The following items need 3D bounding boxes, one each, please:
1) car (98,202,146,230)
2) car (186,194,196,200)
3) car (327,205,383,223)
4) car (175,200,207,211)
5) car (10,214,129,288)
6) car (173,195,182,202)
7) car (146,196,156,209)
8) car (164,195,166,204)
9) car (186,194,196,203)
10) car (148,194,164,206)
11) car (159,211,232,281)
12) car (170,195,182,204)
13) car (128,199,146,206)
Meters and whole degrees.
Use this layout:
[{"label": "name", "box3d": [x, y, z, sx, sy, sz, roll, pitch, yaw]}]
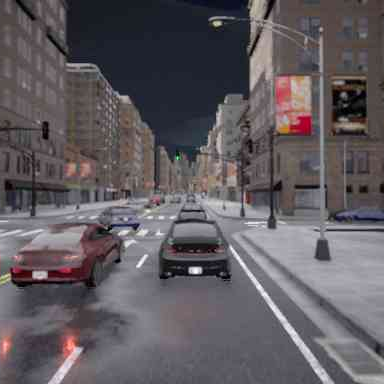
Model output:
[{"label": "car", "box3d": [-4.792, 1.616, 21.267, 2.033, 1.411, 5.357, 0, 0, -24]}, {"label": "car", "box3d": [-0.171, 1.723, 68.706, 1.812, 1.442, 4.674, 0, 0, 0]}, {"label": "car", "box3d": [13.756, 1.728, 26.584, 5.357, 1.411, 2.033, 0, -1, -4]}, {"label": "car", "box3d": [0.033, 1.569, 23.202, 2.128, 1.511, 4.902, 0, -1, 0]}, {"label": "car", "box3d": [-3.164, 1.559, 9.207, 1.812, 1.442, 4.674, 0, 0, 0]}, {"label": "car", "box3d": [-3.460, 1.533, 78.939, 1.882, 1.535, 5.008, 0, 0, 0]}, {"label": "car", "box3d": [-6.711, 1.671, 47.349, 1.812, 1.442, 4.674, 0, 0, 0]}, {"label": "car", "box3d": [-6.682, 1.421, 68.705, 2.150, 2.045, 5.566, 0, 0, 0]}, {"label": "car", "box3d": [-0.210, 1.447, 78.976, 2.150, 2.045, 5.566, 0, 0, 0]}, {"label": "car", "box3d": [-6.695, 1.394, 58.012, 2.150, 2.045, 5.566, 0, 0, 1]}, {"label": "car", "box3d": [0.075, 1.540, 9.990, 1.837, 1.490, 4.892, 0, 0, 0]}, {"label": "car", "box3d": [-3.433, 1.749, 68.936, 1.994, 1.385, 4.181, 0, 0, 0]}, {"label": "car", "box3d": [-6.693, 1.718, 37.338, 1.895, 1.301, 4.718, 0, 0, 0]}]
